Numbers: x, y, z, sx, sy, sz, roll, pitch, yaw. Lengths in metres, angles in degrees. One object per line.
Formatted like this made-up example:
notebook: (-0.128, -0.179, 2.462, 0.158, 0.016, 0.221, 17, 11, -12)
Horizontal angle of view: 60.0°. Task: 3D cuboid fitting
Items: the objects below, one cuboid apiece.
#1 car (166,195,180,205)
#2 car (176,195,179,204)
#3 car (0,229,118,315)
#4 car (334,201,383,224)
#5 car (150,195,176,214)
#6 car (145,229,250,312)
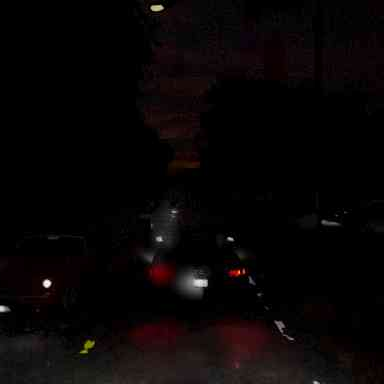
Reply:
car: (-3.201, 1.310, 57.556, 2.128, 1.511, 4.902, 0, 1, 0)
car: (-3.188, 1.488, 45.631, 1.895, 1.301, 4.718, 0, 0, 0)
car: (-3.126, 1.595, 7.639, 1.895, 1.301, 4.718, 0, 0, 0)
car: (12.226, 1.324, 22.707, 4.674, 1.442, 1.812, -1, 1, 2)
car: (-3.149, 1.272, 34.786, 2.097, 1.767, 4.553, 1, 0, 0)
car: (0.083, 1.557, 7.812, 1.994, 1.385, 4.181, 0, 0, -1)
